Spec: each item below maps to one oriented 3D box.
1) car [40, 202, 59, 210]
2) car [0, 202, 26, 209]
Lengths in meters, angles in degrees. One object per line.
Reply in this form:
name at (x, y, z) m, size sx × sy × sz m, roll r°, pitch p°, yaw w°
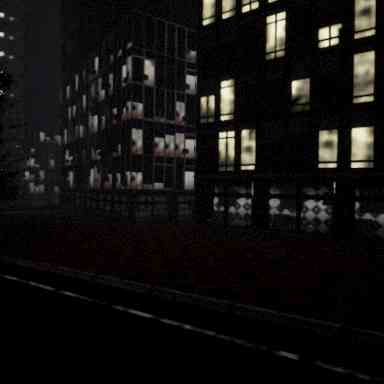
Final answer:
car at (-24.027, 2.490, 58.024) m, size 4.507 × 1.381 × 1.887 m, roll 0°, pitch 1°, yaw -34°
car at (-33.156, 2.341, 61.322) m, size 4.403 × 1.369 × 2.008 m, roll 0°, pitch 1°, yaw -34°
